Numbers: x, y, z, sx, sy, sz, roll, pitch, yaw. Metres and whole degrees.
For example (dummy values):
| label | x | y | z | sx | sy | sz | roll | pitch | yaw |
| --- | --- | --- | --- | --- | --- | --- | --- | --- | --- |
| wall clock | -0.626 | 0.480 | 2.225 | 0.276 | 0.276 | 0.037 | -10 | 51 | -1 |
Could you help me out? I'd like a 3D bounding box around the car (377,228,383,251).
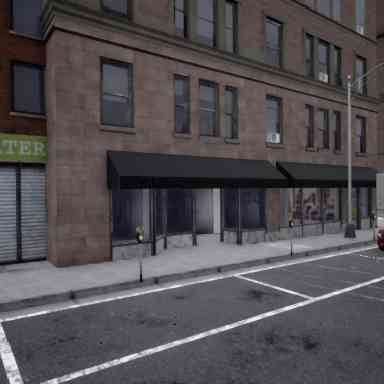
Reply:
| label | x | y | z | sx | sy | sz | roll | pitch | yaw |
| --- | --- | --- | --- | --- | --- | --- | --- | --- | --- |
| car | 8.926 | 1.541 | 12.923 | 4.507 | 1.381 | 1.887 | 0 | -1 | -36 |
